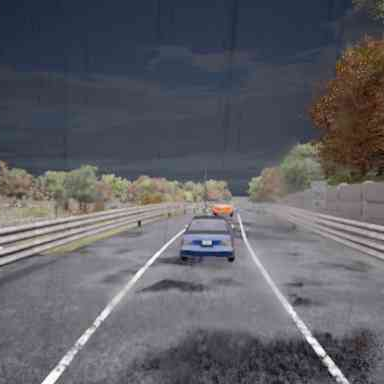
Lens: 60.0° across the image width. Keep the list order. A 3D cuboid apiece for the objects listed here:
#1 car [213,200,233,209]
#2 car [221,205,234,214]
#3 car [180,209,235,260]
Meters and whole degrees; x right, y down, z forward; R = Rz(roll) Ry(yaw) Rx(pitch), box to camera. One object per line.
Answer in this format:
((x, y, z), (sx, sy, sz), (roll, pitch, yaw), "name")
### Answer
((3.419, 1.705, 36.411), (2.097, 1.767, 4.553), (0, -2, 7), "car")
((6.327, 3.088, 58.606), (1.994, 1.385, 4.181), (0, -4, 9), "car")
((0.643, 1.596, 12.599), (2.033, 1.411, 5.357), (0, 0, 4), "car")
